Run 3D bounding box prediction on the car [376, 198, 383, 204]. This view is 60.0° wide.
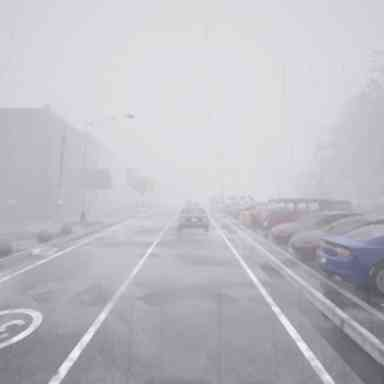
[{"bbox_3d":[18.688,1.525,27.881,5.008,1.535,2.097,0,0,0],"label":"car"}]

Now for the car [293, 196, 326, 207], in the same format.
[{"bbox_3d":[18.631,1.515,52.946,4.553,1.767,2.185,0,0,0],"label":"car"}]

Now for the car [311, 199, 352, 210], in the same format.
[{"bbox_3d":[18.666,1.638,44.592,4.674,1.452,2.002,0,0,0],"label":"car"}]

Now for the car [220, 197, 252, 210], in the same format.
[{"bbox_3d":[5.601,1.545,33.274,4.892,1.521,2.231,0,0,0],"label":"car"}]

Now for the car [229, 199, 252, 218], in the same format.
[{"bbox_3d":[5.614,1.515,24.869,5.008,1.535,2.097,0,0,0],"label":"car"}]

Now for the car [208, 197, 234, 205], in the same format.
[{"bbox_3d":[5.577,1.734,64.110,4.892,1.521,2.231,0,-1,0],"label":"car"}]

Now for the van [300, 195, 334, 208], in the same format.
[{"bbox_3d":[18.780,1.398,50.166,4.442,1.987,1.878,0,0,0],"label":"van"}]

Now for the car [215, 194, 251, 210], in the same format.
[{"bbox_3d":[5.630,1.306,36.083,5.566,2.045,2.435,0,0,0],"label":"car"}]

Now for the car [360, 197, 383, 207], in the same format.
[{"bbox_3d":[18.661,1.283,30.669,5.566,2.045,2.435,0,0,0],"label":"car"}]

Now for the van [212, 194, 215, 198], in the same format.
[{"bbox_3d":[5.470,1.384,47.296,4.442,1.987,1.878,0,0,0],"label":"van"}]

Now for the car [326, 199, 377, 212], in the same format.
[{"bbox_3d":[18.671,1.572,39.021,5.008,1.535,2.097,0,0,0],"label":"car"}]

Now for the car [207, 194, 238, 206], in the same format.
[{"bbox_3d":[5.611,1.453,61.312,5.566,2.045,2.435,0,0,0],"label":"car"}]

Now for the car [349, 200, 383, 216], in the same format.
[{"bbox_3d":[18.714,1.575,33.451,4.792,1.488,2.163,0,0,0],"label":"car"}]

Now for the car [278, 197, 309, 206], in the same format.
[{"bbox_3d":[18.667,1.704,61.300,5.008,1.535,2.097,0,-1,0],"label":"car"}]

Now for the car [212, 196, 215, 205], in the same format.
[{"bbox_3d":[5.583,1.598,44.491,4.892,1.521,2.231,0,0,0],"label":"car"}]

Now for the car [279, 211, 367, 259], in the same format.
[{"bbox_3d":[5.612,1.522,10.855,4.792,1.488,2.163,0,0,0],"label":"car"}]

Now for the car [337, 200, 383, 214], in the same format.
[{"bbox_3d":[18.651,1.588,36.236,4.792,1.488,2.163,0,0,0],"label":"car"}]

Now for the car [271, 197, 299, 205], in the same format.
[{"bbox_3d":[18.659,1.764,66.868,5.008,1.535,2.097,0,-1,0],"label":"car"}]

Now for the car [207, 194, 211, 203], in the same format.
[{"bbox_3d":[5.611,1.389,52.902,5.566,2.045,2.435,0,0,0],"label":"car"}]

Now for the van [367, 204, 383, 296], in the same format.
[{"bbox_3d":[5.533,1.258,5.249,4.442,1.987,1.878,0,0,0],"label":"van"}]

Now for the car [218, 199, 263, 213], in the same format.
[{"bbox_3d":[5.591,1.570,38.885,5.008,1.535,2.097,0,0,0],"label":"car"}]

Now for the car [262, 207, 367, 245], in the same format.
[{"bbox_3d":[5.607,1.526,13.659,4.792,1.488,2.163,0,0,0],"label":"car"}]

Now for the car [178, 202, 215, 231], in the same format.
[{"bbox_3d":[0.095,1.584,20.614,2.033,1.411,5.357,0,0,0],"label":"car"}]

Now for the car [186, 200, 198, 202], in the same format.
[{"bbox_3d":[0.090,1.685,42.514,1.994,1.385,4.181,0,0,0],"label":"car"}]

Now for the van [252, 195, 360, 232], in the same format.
[{"bbox_3d":[5.515,1.275,16.462,4.442,1.987,1.878,0,0,0],"label":"van"}]

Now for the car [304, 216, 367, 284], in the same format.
[{"bbox_3d":[5.640,1.488,8.052,5.008,1.535,2.097,0,0,0],"label":"car"}]

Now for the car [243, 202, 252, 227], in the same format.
[{"bbox_3d":[5.657,1.535,19.265,4.792,1.488,2.163,0,0,0],"label":"car"}]

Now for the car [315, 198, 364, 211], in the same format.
[{"bbox_3d":[18.487,1.582,41.807,5.366,1.575,1.946,0,0,0],"label":"car"}]

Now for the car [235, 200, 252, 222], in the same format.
[{"bbox_3d":[5.809,1.506,22.069,5.366,1.575,1.946,0,0,0],"label":"car"}]

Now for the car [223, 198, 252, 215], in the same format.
[{"bbox_3d":[5.581,1.562,30.476,4.792,1.488,2.163,0,0,0],"label":"car"}]

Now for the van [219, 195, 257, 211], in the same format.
[{"bbox_3d":[5.709,1.358,41.690,4.442,1.987,1.878,0,0,0],"label":"van"}]
